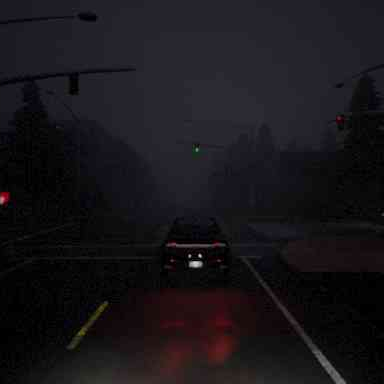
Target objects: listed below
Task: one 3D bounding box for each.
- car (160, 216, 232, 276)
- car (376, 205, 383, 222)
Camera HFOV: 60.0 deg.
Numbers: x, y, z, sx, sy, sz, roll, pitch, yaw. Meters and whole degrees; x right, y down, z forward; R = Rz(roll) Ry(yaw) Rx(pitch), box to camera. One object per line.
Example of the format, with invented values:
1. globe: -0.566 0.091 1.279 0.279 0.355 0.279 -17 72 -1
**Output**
1. car: 0.092 1.488 10.285 2.128 1.511 4.902 0 0 0
2. car: 15.835 1.192 23.207 5.566 2.045 2.150 0 0 -8
